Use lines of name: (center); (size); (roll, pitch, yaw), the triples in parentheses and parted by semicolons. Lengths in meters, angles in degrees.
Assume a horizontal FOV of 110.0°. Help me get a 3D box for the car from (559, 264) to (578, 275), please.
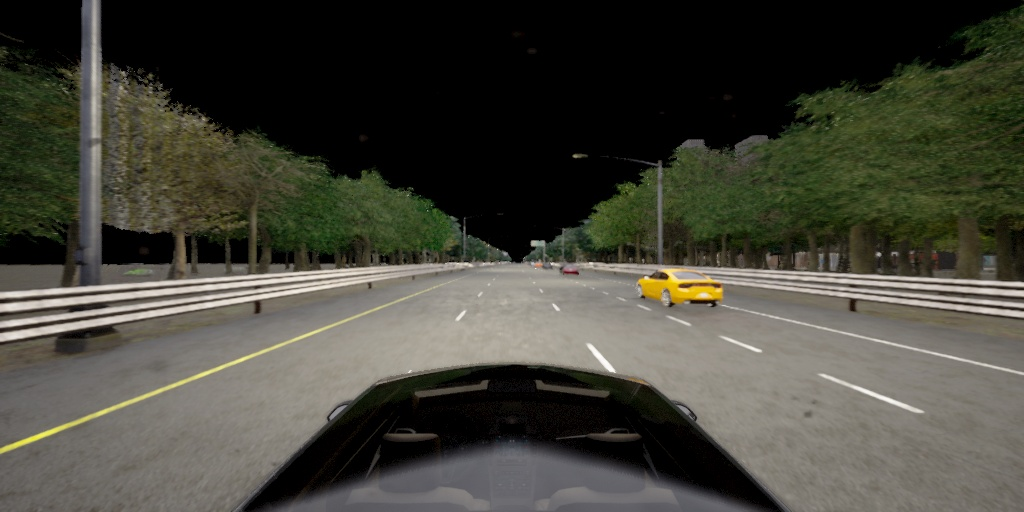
car: (7.105, 1.667, 45.206); (1.994, 1.385, 4.181); (0, -1, 0)

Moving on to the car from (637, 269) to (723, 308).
car: (7.011, 1.292, 15.572); (1.882, 1.535, 5.008); (0, 0, 0)
